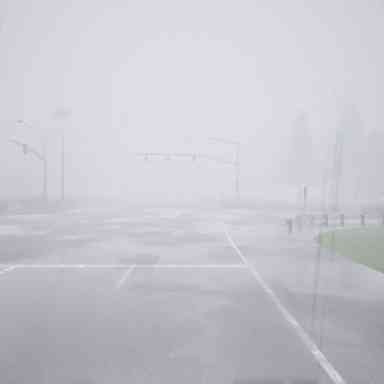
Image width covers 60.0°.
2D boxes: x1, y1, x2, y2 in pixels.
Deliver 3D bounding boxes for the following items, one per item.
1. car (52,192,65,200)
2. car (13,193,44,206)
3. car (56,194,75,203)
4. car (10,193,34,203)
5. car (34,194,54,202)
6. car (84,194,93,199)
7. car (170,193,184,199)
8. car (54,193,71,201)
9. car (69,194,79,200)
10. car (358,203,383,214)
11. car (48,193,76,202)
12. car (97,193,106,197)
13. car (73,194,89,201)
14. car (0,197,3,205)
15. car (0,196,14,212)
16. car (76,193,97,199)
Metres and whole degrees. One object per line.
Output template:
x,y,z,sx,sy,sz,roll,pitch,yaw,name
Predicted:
-33.288,1.010,83.246,2.097,1.767,4.553,0,0,-10,car
-24.681,1.277,50.712,1.882,1.535,5.008,0,0,0,car
-24.618,1.215,65.066,1.882,1.535,5.008,0,0,0,car
-31.612,1.103,62.110,2.097,1.767,4.553,0,0,0,car
-31.682,1.235,71.172,2.128,1.511,4.902,0,0,0,car
-27.714,1.225,89.266,1.895,1.301,4.718,0,0,-14,car
-3.938,0.959,95.174,2.097,1.767,4.553,0,0,-18,car
-28.204,1.059,72.511,2.097,1.767,4.553,0,0,-3,car
-29.965,1.204,84.441,1.994,1.385,4.181,0,0,-14,car
17.359,1.386,29.326,4.902,1.511,2.128,0,0,8,car
-21.180,1.261,54.316,1.882,1.535,5.008,0,0,0,car
-21.391,1.216,75.125,1.812,1.442,4.674,0,0,-3,car
-24.911,1.232,75.086,2.033,1.411,5.357,0,0,-3,car
-31.671,1.396,51.810,1.895,1.301,4.718,0,0,0,car
-21.161,1.420,34.433,2.033,1.411,5.357,0,0,0,car
-21.125,1.082,66.091,2.097,1.767,4.553,0,0,0,car
